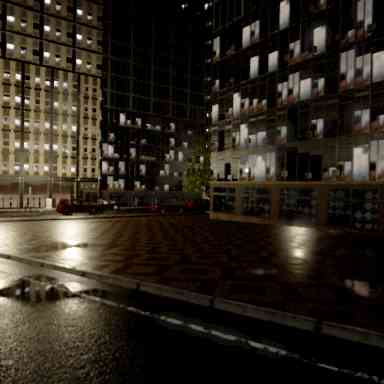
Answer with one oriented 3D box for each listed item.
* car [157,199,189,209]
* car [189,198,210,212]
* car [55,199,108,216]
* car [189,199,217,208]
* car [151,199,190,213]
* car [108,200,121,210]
[{"bbox_3d":[-2.948,1.850,52.778,4.829,1.417,1.752,1,1,-34],"label":"car"},{"bbox_3d":[1.631,1.832,46.358,5.009,1.841,2.192,1,1,-34],"label":"car"},{"bbox_3d":[-12.425,1.707,36.784,5.009,1.841,2.192,1,1,-34],"label":"car"},{"bbox_3d":[1.878,1.933,56.066,4.313,1.339,1.947,1,1,-34],"label":"car"},{"bbox_3d":[-3.059,2.020,43.170,4.507,1.381,1.887,1,1,-34],"label":"car"},{"bbox_3d":[-12.178,1.793,46.491,4.403,1.369,2.008,1,1,-34],"label":"car"}]
